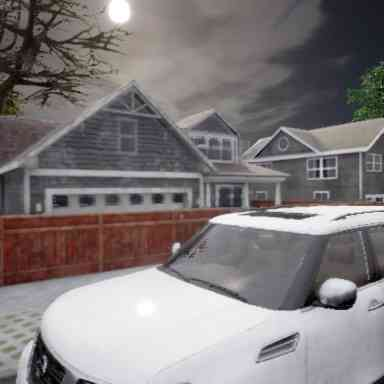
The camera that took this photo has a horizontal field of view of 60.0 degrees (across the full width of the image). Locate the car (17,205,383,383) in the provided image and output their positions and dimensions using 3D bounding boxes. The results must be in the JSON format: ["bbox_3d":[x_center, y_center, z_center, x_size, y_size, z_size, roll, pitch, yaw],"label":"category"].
[{"bbox_3d":[1.120,1.221,3.870,5.566,2.045,2.150,0,0,-35],"label":"car"}]
